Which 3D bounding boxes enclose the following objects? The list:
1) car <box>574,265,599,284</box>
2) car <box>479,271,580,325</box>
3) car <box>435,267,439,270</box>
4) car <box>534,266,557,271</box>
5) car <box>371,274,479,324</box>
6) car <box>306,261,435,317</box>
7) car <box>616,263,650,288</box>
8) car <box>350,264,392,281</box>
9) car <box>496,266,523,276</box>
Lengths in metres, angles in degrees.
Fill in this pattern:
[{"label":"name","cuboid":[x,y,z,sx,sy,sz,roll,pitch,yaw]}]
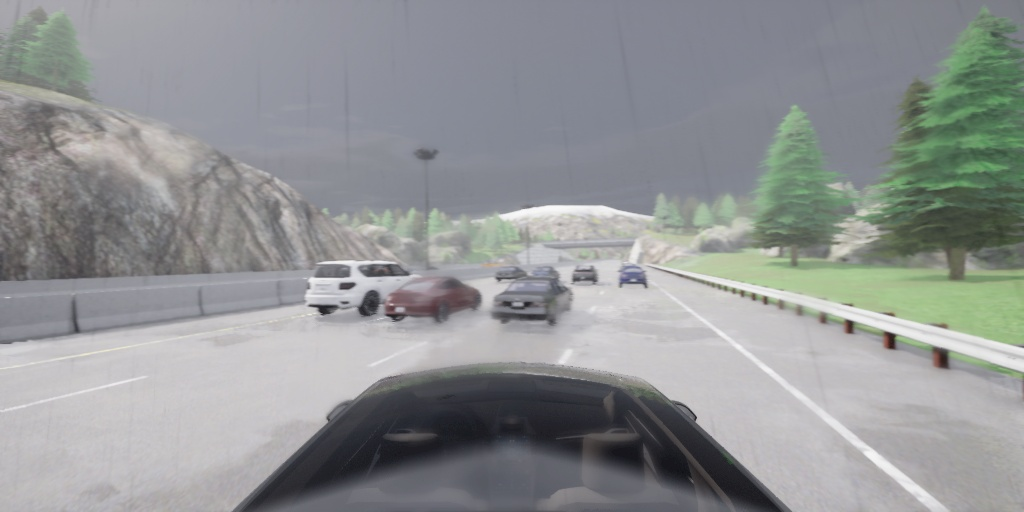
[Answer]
[{"label":"car","cuboid":[6.012,1.462,29.226,2.128,1.511,4.902,-1,-1,17]},{"label":"car","cuboid":[0.909,1.406,12.365,2.033,1.411,5.357,-1,-1,17]},{"label":"car","cuboid":[-9.540,1.841,38.914,1.837,1.490,4.892,-1,-1,17]},{"label":"car","cuboid":[2.914,1.590,31.062,2.033,1.411,5.357,-1,-1,17]},{"label":"car","cuboid":[-2.630,1.448,12.871,1.812,1.442,4.674,-1,-1,17]},{"label":"car","cuboid":[-5.675,1.216,14.837,2.150,2.045,5.566,-1,-1,17]},{"label":"car","cuboid":[8.473,1.410,25.268,1.812,1.442,4.674,-1,-1,17]},{"label":"car","cuboid":[-16.147,1.824,41.251,2.097,1.767,4.553,-1,-1,17]},{"label":"car","cuboid":[-0.006,1.666,33.501,2.033,1.411,5.357,-1,-1,17]}]
